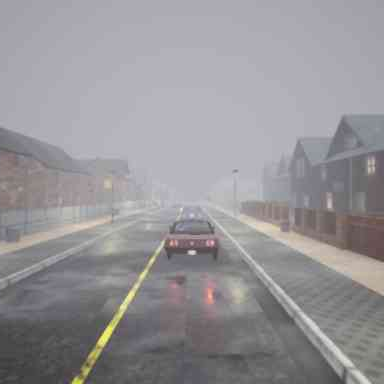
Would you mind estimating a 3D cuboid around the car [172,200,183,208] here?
[{"bbox_3d":[-2.773,2.337,63.697,1.812,1.442,4.674,0,-1,0],"label":"car"}]

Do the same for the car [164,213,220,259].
[{"bbox_3d":[0.013,1.746,13.246,1.895,1.301,4.718,0,-1,0],"label":"car"}]

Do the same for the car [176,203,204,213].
[{"bbox_3d":[0.006,1.858,27.497,2.033,1.411,5.357,0,-1,0],"label":"car"}]
